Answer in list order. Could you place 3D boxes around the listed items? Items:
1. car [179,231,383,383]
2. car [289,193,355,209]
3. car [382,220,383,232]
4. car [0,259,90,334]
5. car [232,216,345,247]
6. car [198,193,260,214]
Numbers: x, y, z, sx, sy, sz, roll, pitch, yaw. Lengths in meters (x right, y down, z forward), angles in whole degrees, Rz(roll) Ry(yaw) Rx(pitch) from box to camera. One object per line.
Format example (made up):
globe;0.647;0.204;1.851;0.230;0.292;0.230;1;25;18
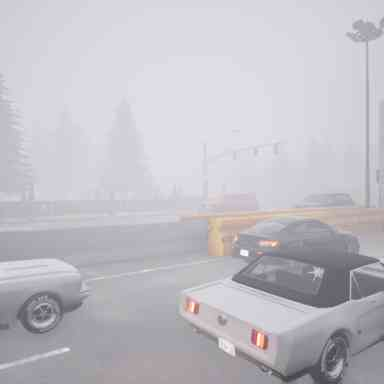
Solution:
car;2.237;1.576;5.323;4.718;1.301;1.895;-1;0;-35
car;9.109;1.084;23.146;5.566;2.045;2.150;0;0;-35
car;10.695;1.406;15.604;4.674;1.442;1.812;-1;0;-36
car;-4.115;1.601;5.110;4.718;1.301;1.895;0;0;-35
car;3.306;1.473;10.364;4.674;1.442;1.812;-1;0;-35
car;3.118;1.098;27.516;5.566;2.045;2.150;0;0;-35
